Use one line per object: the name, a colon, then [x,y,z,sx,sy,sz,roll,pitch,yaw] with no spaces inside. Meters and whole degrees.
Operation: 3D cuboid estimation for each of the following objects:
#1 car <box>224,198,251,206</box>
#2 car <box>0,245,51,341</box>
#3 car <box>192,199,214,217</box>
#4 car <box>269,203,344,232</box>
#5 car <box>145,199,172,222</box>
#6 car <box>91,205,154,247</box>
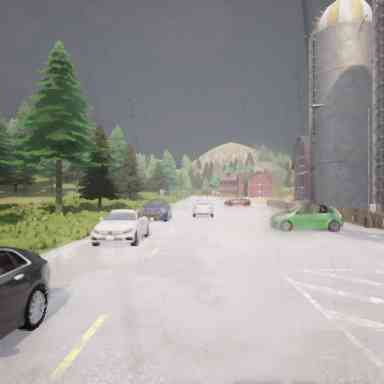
car: [7.182,1.561,52.566,4.181,1.381,1.994,0,0,1]
car: [-3.512,1.507,4.151,1.837,1.490,4.892,0,0,2]
car: [1.055,1.532,31.521,1.812,1.442,4.674,0,0,2]
car: [6.624,1.488,19.558,3.988,1.617,1.851,0,0,1]
car: [-2.800,1.358,26.020,2.097,1.767,4.553,0,0,2]
car: [-3.128,1.529,15.316,1.812,1.442,4.674,0,0,2]
